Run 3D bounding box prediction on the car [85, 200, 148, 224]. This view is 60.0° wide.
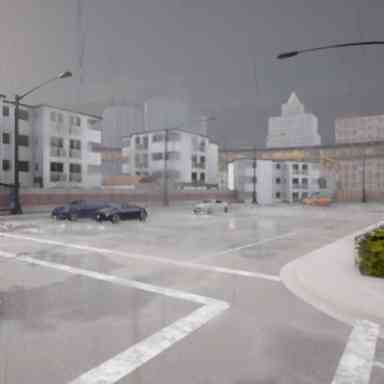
[{"bbox_3d":[-5.197,1.483,24.235,1.994,1.385,4.181,0,0,37],"label":"car"}]

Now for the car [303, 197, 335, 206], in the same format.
[{"bbox_3d":[20.128,1.522,52.745,4.718,1.301,1.895,0,0,-19],"label":"car"}]

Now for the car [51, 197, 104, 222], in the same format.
[{"bbox_3d":[-8.480,1.258,25.687,2.097,1.767,4.553,0,0,37],"label":"car"}]

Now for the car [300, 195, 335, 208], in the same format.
[{"bbox_3d":[17.906,1.279,48.002,4.553,1.767,2.097,0,0,-24],"label":"car"}]

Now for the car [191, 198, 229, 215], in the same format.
[{"bbox_3d":[1.997,1.442,33.618,1.812,1.442,4.674,0,0,39],"label":"car"}]

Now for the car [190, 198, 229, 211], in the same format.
[{"bbox_3d":[2.173,1.449,39.570,2.033,1.411,5.357,0,0,38],"label":"car"}]
